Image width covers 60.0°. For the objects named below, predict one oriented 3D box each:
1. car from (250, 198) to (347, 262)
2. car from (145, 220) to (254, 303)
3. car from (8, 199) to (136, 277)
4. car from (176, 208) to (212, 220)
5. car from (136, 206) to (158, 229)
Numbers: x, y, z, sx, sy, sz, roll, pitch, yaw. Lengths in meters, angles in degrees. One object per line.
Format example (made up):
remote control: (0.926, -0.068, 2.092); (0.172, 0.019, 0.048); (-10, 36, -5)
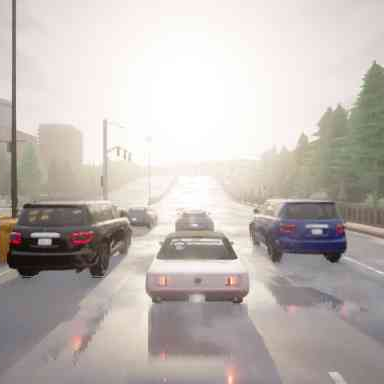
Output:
car: (3.613, 1.224, 12.287); (2.150, 2.045, 5.566); (0, 0, 0)
car: (0.110, 1.601, 8.125); (1.895, 1.301, 4.718); (0, 0, 0)
car: (-3.385, 1.224, 10.353); (2.150, 2.045, 5.566); (0, 0, 0)
car: (0.125, 1.564, 17.976); (1.994, 1.385, 4.181); (0, 0, 0)
car: (-3.371, 1.564, 21.473); (1.994, 1.385, 4.181); (0, 0, 0)
